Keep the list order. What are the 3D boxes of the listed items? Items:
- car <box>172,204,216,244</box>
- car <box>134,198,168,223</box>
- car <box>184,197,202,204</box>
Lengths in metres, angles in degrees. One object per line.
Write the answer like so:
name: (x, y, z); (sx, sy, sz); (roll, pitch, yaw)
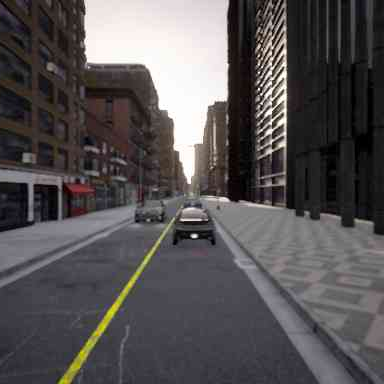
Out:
car: (0.096, 1.513, 15.759); (1.837, 1.490, 4.892); (0, 0, 0)
car: (-3.020, 1.366, 25.330); (2.097, 1.767, 4.553); (0, 0, 0)
car: (0.089, 1.398, 38.936); (2.097, 1.767, 4.553); (0, 0, 0)
